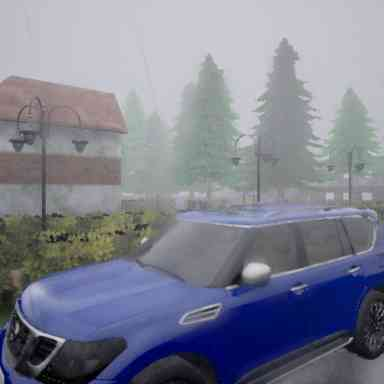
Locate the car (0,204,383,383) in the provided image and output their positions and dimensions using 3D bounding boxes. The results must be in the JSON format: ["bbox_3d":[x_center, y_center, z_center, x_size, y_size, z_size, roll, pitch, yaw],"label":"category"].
[{"bbox_3d":[0.625,1.222,4.446,5.566,2.045,2.150,0,0,-35],"label":"car"}]
